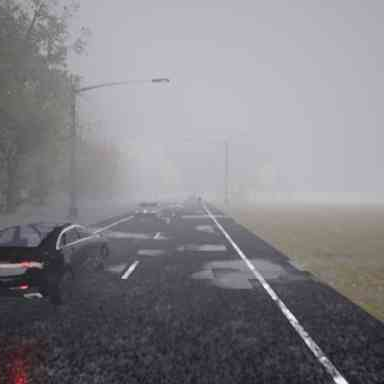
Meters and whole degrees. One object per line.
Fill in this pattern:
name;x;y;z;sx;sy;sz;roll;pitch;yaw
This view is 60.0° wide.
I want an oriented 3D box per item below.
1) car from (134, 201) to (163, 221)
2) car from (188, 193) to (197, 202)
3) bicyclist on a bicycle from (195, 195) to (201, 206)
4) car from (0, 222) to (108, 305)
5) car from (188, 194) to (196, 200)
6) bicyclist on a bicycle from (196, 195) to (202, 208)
car;-3.398;1.456;26.554;2.033;1.411;5.357;0;0;0
car;0.016;1.237;71.206;1.882;1.535;5.008;0;0;0
bicyclist on a bicycle;0.981;1.262;51.276;0.866;1.612;1.509;0;0;0
car;-3.400;1.463;7.990;2.128;1.511;4.902;0;0;0
car;0.019;1.139;82.239;1.837;1.490;4.892;0;0;0
bicyclist on a bicycle;0.973;1.227;42.005;0.659;1.776;1.843;0;0;0
